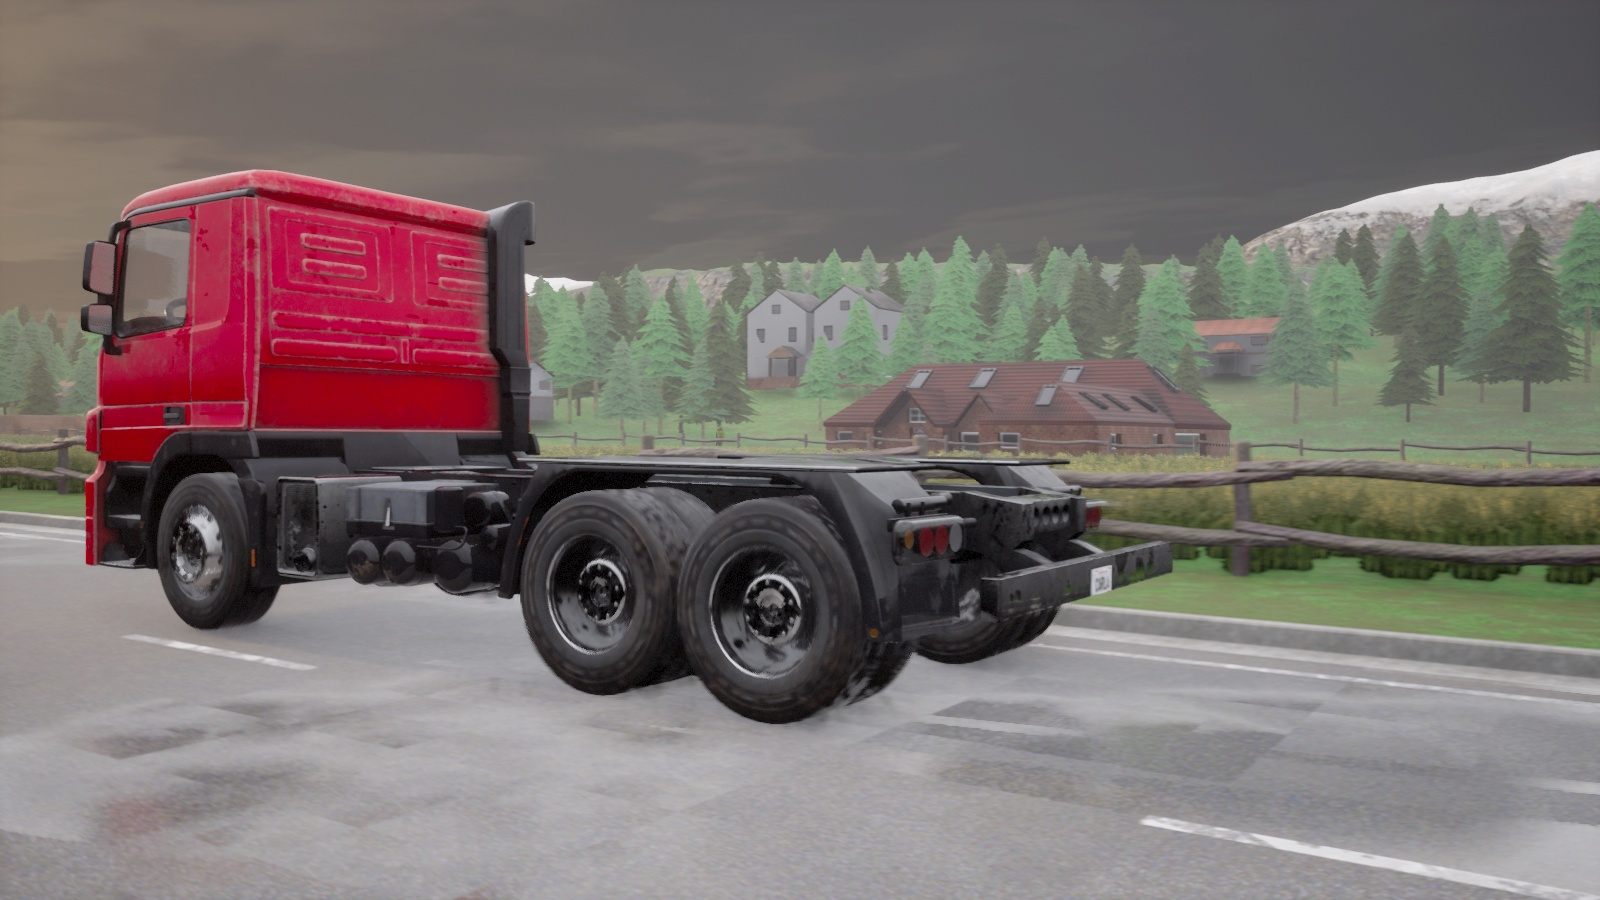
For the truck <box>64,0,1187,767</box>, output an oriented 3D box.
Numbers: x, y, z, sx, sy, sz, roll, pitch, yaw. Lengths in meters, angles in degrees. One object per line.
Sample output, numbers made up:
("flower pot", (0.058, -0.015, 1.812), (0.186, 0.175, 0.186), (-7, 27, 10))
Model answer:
("truck", (-1.673, -0.357, 8.917), (7.936, 3.462, 2.891), (0, 1, 34))
